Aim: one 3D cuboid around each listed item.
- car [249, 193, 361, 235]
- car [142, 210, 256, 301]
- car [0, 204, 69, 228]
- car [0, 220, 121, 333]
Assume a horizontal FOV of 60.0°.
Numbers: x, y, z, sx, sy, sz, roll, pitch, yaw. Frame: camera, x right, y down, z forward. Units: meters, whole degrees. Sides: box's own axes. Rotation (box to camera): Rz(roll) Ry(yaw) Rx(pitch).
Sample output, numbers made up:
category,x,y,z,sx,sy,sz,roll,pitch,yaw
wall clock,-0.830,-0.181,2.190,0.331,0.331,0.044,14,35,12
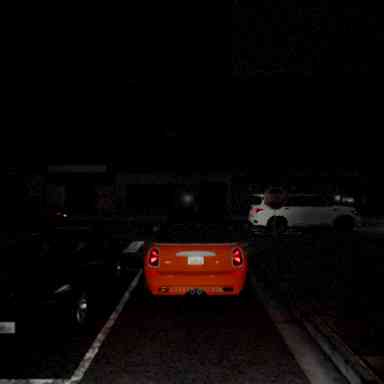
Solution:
category,x,y,z,sx,sy,sz,roll,pitch,yaw
car,5.757,1.065,17.428,5.566,2.045,2.150,0,1,0
car,0.051,1.283,8.343,2.097,1.767,4.553,0,0,-1
car,-9.780,1.412,20.383,4.181,1.385,1.994,0,1,0
car,-2.643,1.509,6.832,1.947,1.339,4.313,0,0,0
